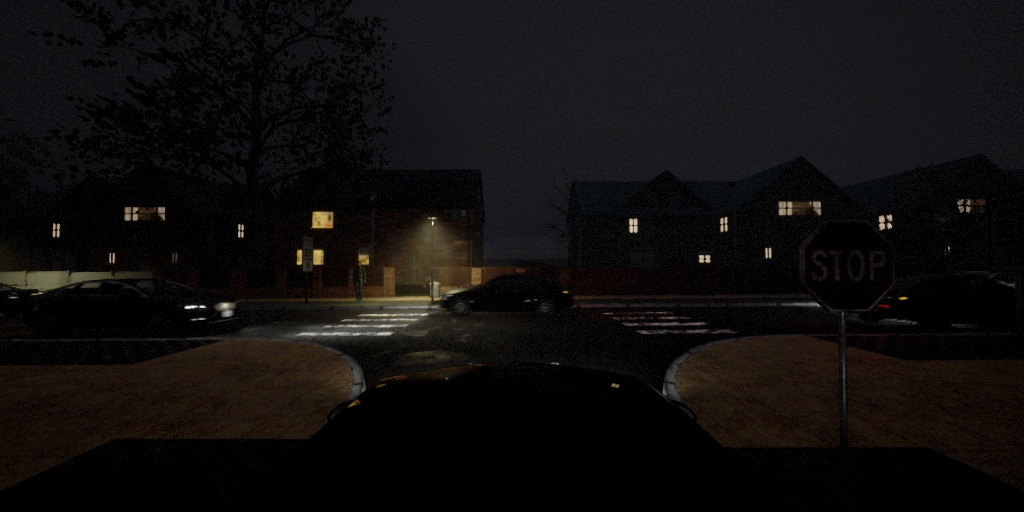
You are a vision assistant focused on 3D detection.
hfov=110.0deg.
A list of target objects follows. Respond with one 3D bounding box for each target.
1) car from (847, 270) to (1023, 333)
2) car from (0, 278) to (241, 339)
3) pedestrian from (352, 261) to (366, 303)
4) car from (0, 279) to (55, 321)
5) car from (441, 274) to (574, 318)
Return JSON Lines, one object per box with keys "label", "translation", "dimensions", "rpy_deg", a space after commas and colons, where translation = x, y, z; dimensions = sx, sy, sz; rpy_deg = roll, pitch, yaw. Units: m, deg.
{"label": "car", "translation": [11.776, 1.180, 9.683], "dimensions": [4.674, 1.442, 1.812], "rpy_deg": [0, -1, 1]}
{"label": "car", "translation": [-10.324, 1.351, 9.945], "dimensions": [4.902, 1.511, 2.128], "rpy_deg": [-1, -1, 1]}
{"label": "pedestrian", "translation": [-6.729, 1.113, 15.770], "dimensions": [0.375, 1.860, 0.375], "rpy_deg": [0, -1, 1]}
{"label": "car", "translation": [-20.556, 1.592, 13.019], "dimensions": [5.357, 1.411, 2.033], "rpy_deg": [-1, -1, 1]}
{"label": "car", "translation": [-0.167, 1.361, 12.770], "dimensions": [4.674, 1.442, 1.812], "rpy_deg": [0, -1, 1]}
